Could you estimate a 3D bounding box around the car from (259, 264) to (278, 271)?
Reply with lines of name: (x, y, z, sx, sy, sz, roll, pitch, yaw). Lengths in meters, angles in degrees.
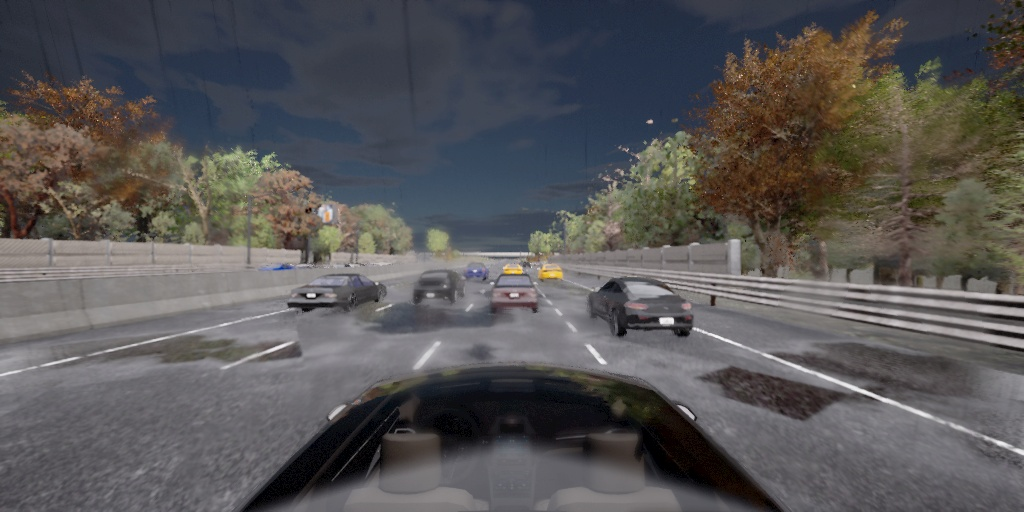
car: (-28.086, 1.649, 42.995, 1.882, 1.535, 5.008, 0, -1, 0)

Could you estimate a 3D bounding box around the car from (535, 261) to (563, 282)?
car: (3.496, 1.530, 33.142, 1.882, 1.535, 5.008, 0, -1, 0)

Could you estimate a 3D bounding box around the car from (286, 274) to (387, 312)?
car: (-6.907, 1.428, 14.816, 2.033, 1.411, 5.357, 0, -1, 0)

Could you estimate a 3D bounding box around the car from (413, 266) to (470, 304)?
car: (-3.402, 1.411, 17.403, 1.837, 1.490, 4.892, 0, -1, 0)

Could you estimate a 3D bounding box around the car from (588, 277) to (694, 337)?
car: (3.525, 1.346, 10.495, 1.812, 1.442, 4.674, 0, -1, 0)

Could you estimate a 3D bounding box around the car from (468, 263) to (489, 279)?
car: (-3.406, 1.442, 35.319, 2.097, 1.767, 4.553, 0, -1, 0)

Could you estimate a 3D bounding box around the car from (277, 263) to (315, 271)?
car: (-24.594, 1.759, 41.752, 1.895, 1.301, 4.718, 0, -1, 0)

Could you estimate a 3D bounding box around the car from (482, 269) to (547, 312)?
car: (0.096, 1.428, 14.895, 2.033, 1.411, 5.357, 0, -1, 0)

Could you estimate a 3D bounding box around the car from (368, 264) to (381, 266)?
car: (-17.589, 1.742, 45.287, 2.033, 1.411, 5.357, 0, -1, 0)

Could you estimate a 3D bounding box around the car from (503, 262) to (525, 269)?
car: (0.097, 1.587, 37.168, 1.882, 1.535, 5.008, 0, -1, 0)

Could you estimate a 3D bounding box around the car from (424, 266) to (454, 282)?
car: (-6.902, 1.679, 34.189, 1.895, 1.301, 4.718, 0, -1, 0)

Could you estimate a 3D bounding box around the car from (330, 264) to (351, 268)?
car: (-21.088, 1.707, 43.986, 1.812, 1.442, 4.674, 0, -1, 0)
